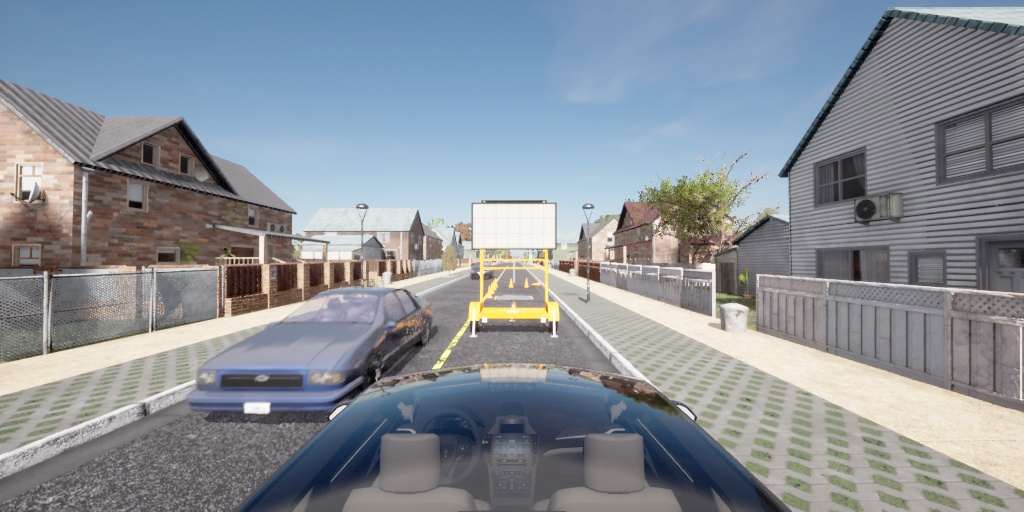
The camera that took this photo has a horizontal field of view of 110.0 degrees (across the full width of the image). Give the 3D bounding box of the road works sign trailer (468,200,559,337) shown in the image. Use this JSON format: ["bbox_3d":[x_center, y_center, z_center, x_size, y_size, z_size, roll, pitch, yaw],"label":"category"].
[{"bbox_3d":[0.060,0.220,10.255,2.380,3.560,2.880,0,0,1],"label":"road works sign trailer"}]

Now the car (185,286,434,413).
[{"bbox_3d":[-2.820,1.300,6.644,2.033,1.411,5.357,0,0,0],"label":"car"}]

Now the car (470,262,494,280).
[{"bbox_3d":[-2.591,1.287,31.888,2.128,1.511,4.902,0,0,0],"label":"car"}]
